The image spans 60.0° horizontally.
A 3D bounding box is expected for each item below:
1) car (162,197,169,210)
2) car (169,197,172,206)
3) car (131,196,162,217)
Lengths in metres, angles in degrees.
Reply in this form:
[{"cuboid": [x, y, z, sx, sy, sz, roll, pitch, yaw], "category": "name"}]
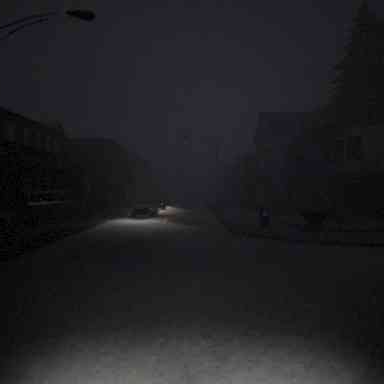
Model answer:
[{"cuboid": [-4.091, 1.305, 39.368, 1.837, 1.490, 4.892, 0, 0, 0], "category": "car"}, {"cuboid": [-4.079, 1.349, 49.523, 1.895, 1.301, 4.718, 0, 0, 0], "category": "car"}, {"cuboid": [-4.093, 1.328, 29.398, 1.882, 1.535, 5.008, 0, 0, 0], "category": "car"}]
